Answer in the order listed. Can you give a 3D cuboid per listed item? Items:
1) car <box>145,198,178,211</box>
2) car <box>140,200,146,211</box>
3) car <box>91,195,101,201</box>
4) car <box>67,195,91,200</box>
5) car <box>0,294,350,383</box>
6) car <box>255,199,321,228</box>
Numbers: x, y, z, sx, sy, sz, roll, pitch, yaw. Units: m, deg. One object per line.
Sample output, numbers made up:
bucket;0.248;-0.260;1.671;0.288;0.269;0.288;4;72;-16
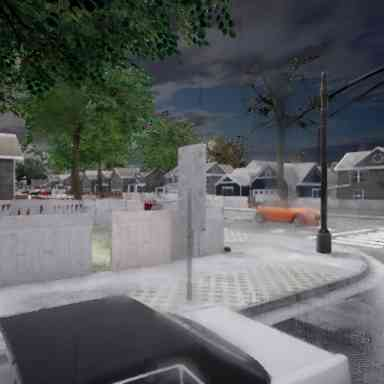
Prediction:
car;-1.259;1.445;26.215;2.033;1.411;5.357;0;0;-37
car;-3.624;1.354;34.652;1.882;1.535;5.008;0;0;-37
car;-15.360;1.174;50.132;1.837;1.490;4.892;0;1;-37
car;-15.821;1.256;45.327;1.895;1.301;4.718;0;1;-37
car;-1.056;1.601;2.206;4.718;1.301;1.895;0;0;-35
car;6.350;1.273;21.629;2.097;1.767;4.553;0;0;-37
